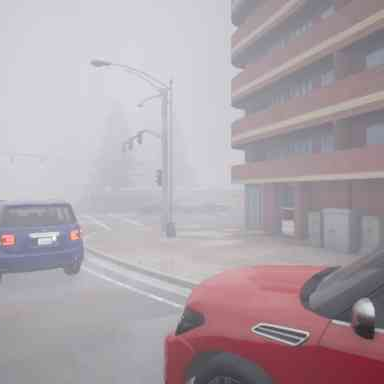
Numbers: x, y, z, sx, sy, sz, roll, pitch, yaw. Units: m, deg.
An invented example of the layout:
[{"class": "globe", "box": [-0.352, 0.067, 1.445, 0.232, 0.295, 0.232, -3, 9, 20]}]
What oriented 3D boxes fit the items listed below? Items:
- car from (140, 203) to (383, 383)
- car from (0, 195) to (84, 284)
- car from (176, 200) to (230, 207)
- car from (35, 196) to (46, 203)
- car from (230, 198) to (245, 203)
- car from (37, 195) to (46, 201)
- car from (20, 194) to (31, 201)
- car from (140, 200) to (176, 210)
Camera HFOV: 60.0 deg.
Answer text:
[{"class": "car", "box": [2.364, 1.222, 2.441, 5.566, 2.045, 2.150, 0, 0, 36]}, {"class": "car", "box": [-4.941, 1.220, 9.792, 2.150, 2.045, 5.566, 0, 0, -36]}, {"class": "car", "box": [1.105, 1.653, 34.237, 4.718, 1.301, 1.895, 0, 0, -23]}, {"class": "car", "box": [-33.261, 1.528, 73.024, 2.033, 1.411, 5.357, 0, 0, -23]}, {"class": "car", "box": [5.172, 1.530, 39.723, 5.008, 1.535, 1.882, 0, 0, -23]}, {"class": "car", "box": [-37.290, 1.465, 82.497, 1.882, 1.535, 5.008, 0, 0, -23]}, {"class": "car", "box": [-40.464, 1.342, 81.017, 2.097, 1.767, 4.553, 0, 0, -23]}, {"class": "car", "box": [-3.352, 1.577, 36.150, 4.674, 1.442, 1.812, 0, 0, -23]}]
